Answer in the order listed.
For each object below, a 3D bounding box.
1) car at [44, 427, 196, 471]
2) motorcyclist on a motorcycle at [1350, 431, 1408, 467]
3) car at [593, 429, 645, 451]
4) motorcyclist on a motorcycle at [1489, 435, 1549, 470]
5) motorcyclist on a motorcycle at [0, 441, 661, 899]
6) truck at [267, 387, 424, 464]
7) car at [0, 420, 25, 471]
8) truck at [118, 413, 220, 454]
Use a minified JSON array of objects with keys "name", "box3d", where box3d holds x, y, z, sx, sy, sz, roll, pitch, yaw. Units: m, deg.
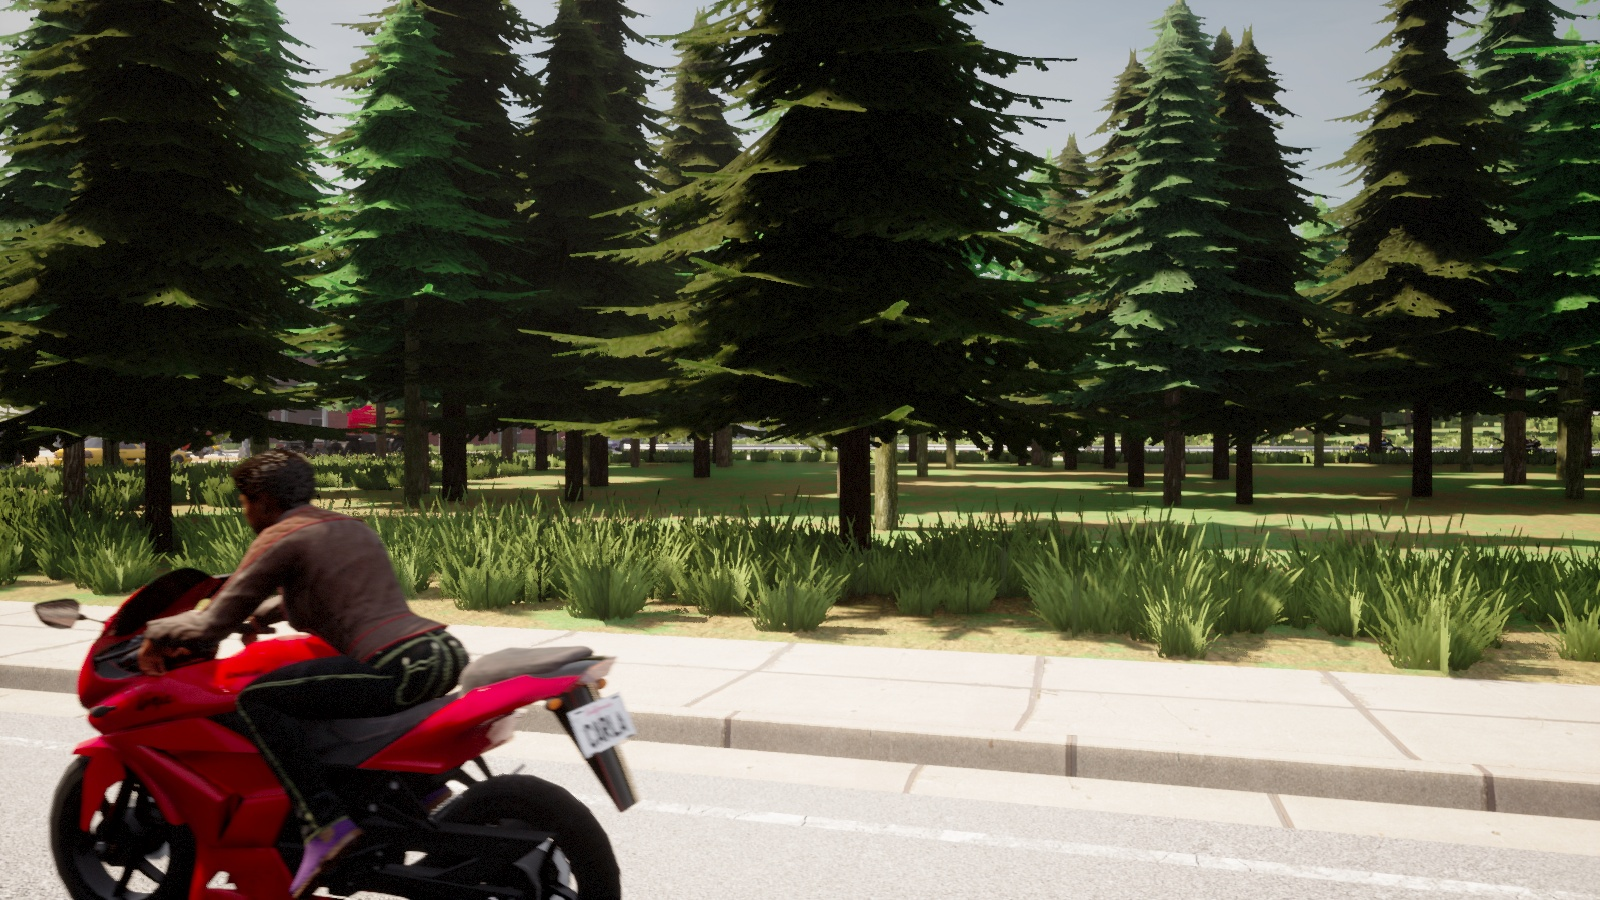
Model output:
[{"name":"car","box3d":[-25.808,-0.074,47.949,1.801,1.575,5.366,1,1,17]},{"name":"motorcyclist on a motorcycle","box3d":[26.680,-0.050,57.884,2.350,1.649,0.766,1,1,18]},{"name":"car","box3d":[-13.997,-0.828,97.340,2.033,1.649,4.856,1,1,17]},{"name":"motorcyclist on a motorcycle","box3d":[32.092,0.084,56.067,2.191,1.530,0.866,1,1,19]},{"name":"motorcyclist on a motorcycle","box3d":[-1.511,0.744,3.701,2.044,1.523,0.797,1,1,19]},{"name":"truck","box3d":[-21.785,-1.184,60.761,2.891,3.462,7.936,1,1,17]},{"name":"car","box3d":[-30.450,-0.162,44.838,1.932,1.855,4.605,1,1,17]},{"name":"truck","box3d":[-38.957,-1.052,77.573,5.204,2.467,2.627,0,1,16]}]
